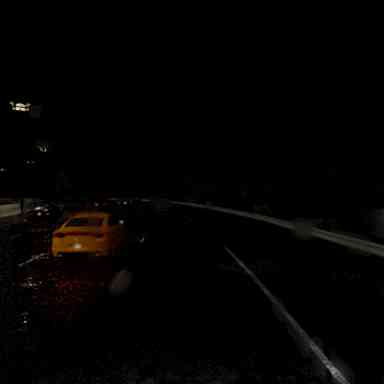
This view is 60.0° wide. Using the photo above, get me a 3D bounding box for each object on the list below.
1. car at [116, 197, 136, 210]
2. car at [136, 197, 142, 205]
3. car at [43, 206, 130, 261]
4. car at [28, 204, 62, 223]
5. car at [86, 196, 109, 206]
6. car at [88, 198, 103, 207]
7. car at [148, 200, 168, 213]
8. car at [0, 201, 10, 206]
[{"bbox_3d":[-9.465,1.545,46.364,2.097,1.767,4.553,-1,0,-16],"label":"car"},{"bbox_3d":[-10.625,1.705,61.781,1.882,1.535,5.008,0,0,-21],"label":"car"},{"bbox_3d":[-3.757,1.548,12.823,1.882,1.535,5.008,0,0,-4],"label":"car"},{"bbox_3d":[-12.323,1.762,28.220,2.033,1.411,5.357,-1,0,-11],"label":"car"},{"bbox_3d":[-10.474,1.419,36.901,2.150,2.045,5.566,0,0,-14],"label":"car"},{"bbox_3d":[-17.200,1.814,59.387,2.128,1.511,4.902,-1,0,-21],"label":"car"},{"bbox_3d":[-4.064,1.670,39.154,1.994,1.385,4.181,-1,0,-13],"label":"car"},{"bbox_3d":[-29.357,2.042,51.203,2.033,1.411,5.357,-1,0,-18],"label":"car"}]
